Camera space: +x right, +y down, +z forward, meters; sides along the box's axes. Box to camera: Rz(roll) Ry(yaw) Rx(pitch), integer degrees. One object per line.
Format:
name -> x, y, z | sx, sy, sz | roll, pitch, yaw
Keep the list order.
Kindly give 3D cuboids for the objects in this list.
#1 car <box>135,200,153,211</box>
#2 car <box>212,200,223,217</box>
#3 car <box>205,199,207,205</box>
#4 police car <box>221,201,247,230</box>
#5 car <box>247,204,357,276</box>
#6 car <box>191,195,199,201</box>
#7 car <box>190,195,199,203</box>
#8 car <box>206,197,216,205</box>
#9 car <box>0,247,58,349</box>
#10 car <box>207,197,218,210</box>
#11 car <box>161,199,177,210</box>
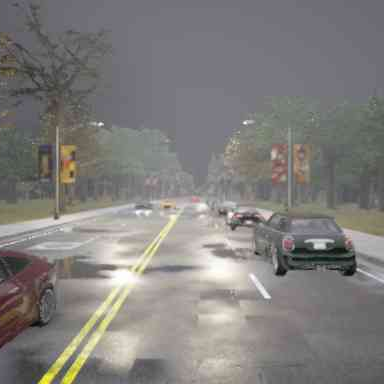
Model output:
car -> -6.394, 1.739, 44.491 | 1.994, 1.385, 4.181 | 0, 0, 1
car -> 3.350, 1.727, 32.648 | 1.895, 1.301, 4.718 | 0, 0, 0
car -> 3.533, 1.678, 54.788 | 1.801, 1.575, 5.366 | 0, 0, 1
police car -> 3.294, 1.587, 21.630 | 2.038, 1.542, 4.974 | 0, 0, 0
car -> 3.260, 1.391, 10.609 | 2.097, 1.767, 4.553 | 0, 0, 0
car -> 0.774, 1.650, 90.749 | 2.097, 1.767, 4.553 | 0, 0, 1
car -> 0.530, 1.615, 75.045 | 2.097, 1.767, 4.553 | 0, 0, 1
car -> 3.656, 1.776, 65.588 | 1.837, 1.490, 4.892 | 0, 0, 1
car -> -3.347, 1.541, 4.357 | 1.812, 1.442, 4.674 | 0, 0, 0
car -> 3.429, 1.719, 43.608 | 2.033, 1.411, 5.357 | 0, 0, 0
car -> -3.139, 1.656, 45.255 | 1.882, 1.535, 5.008 | 0, 0, 1
